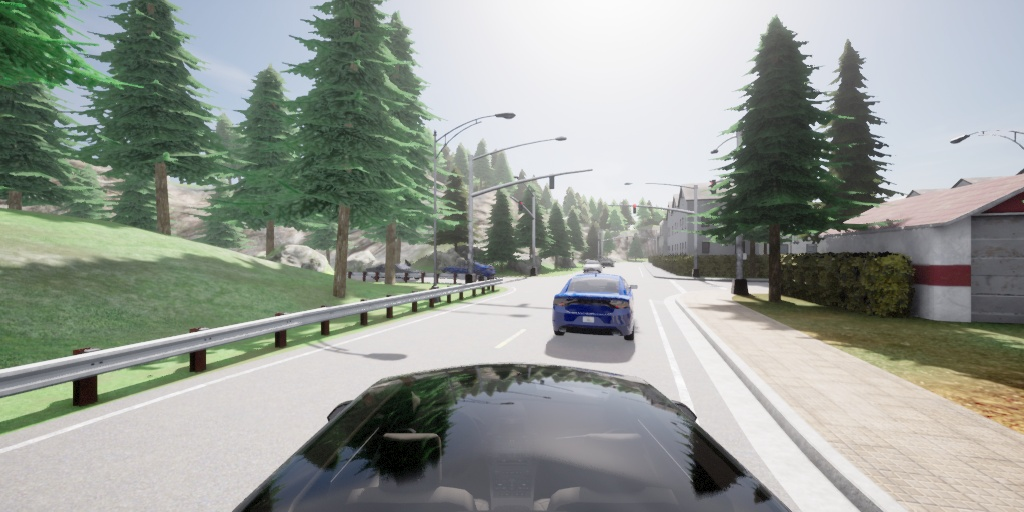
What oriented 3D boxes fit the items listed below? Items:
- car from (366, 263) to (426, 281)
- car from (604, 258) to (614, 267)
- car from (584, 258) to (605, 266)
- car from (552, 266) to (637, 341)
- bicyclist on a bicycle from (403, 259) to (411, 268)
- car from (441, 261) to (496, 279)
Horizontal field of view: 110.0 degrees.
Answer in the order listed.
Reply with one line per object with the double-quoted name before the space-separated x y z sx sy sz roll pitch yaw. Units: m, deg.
"car" -9.879 1.313 30.363 5.357 1.411 2.033 0 0 20
"car" 16.507 1.101 62.216 2.097 1.767 4.553 0 0 19
"car" 9.438 1.275 41.847 1.812 1.442 4.674 0 0 19
"car" 2.449 1.228 10.126 1.882 1.535 5.008 0 0 19
"bicyclist on a bicycle" -11.150 1.167 38.207 0.582 1.620 1.656 -2 5 18
"car" -3.897 1.243 31.876 5.008 1.535 1.882 0 0 20
